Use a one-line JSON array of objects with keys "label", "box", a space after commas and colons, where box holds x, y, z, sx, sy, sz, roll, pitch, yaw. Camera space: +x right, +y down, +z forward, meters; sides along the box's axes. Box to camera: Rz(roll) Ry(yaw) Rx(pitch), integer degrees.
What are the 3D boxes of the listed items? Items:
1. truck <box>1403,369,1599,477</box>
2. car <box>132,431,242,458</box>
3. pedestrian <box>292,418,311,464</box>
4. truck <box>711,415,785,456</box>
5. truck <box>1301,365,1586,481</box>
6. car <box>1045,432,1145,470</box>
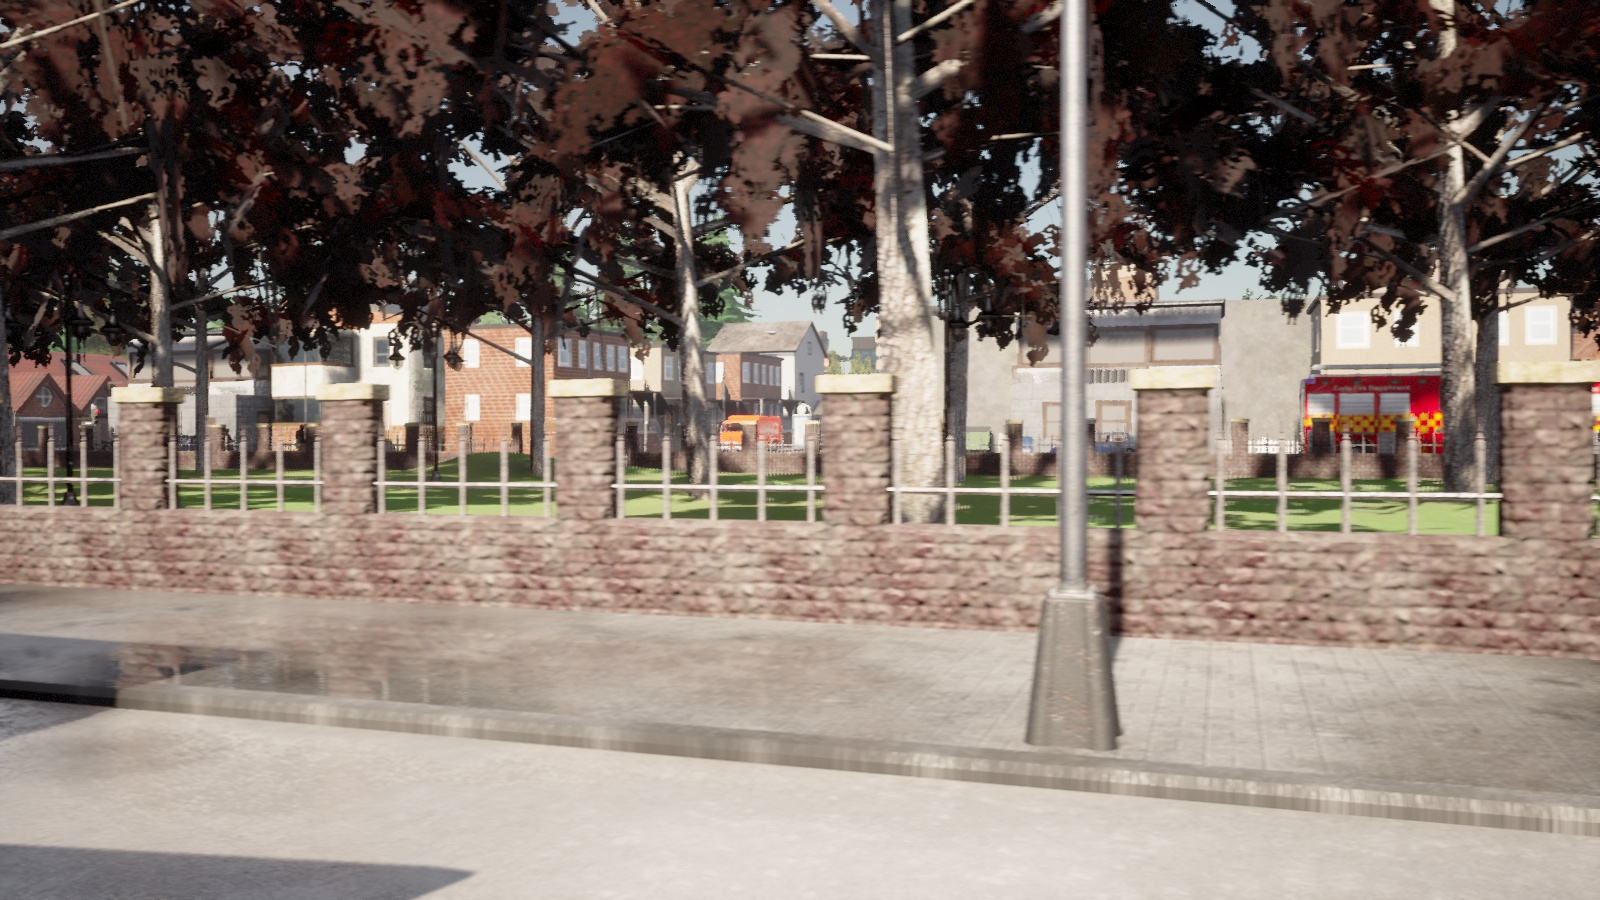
[{"label": "truck", "box": [27.205, -0.981, 46.519, 8.468, 3.827, 2.891, 1, 1, 19]}, {"label": "car", "box": [-32.587, -0.317, 66.782, 5.357, 1.411, 2.033, 1, 1, 18]}, {"label": "pedestrian", "box": [-21.098, -0.394, 53.160, 0.692, 1.930, 0.395, 1, 1, 23]}, {"label": "truck", "box": [-3.153, -0.917, 77.636, 2.627, 2.467, 5.204, 1, 1, 22]}, {"label": "truck", "box": [22.222, -0.962, 43.982, 8.468, 3.827, 2.891, 1, 1, 18]}, {"label": "car", "box": [12.152, 0.011, 51.621, 3.806, 1.475, 1.970, 1, 1, 19]}]
